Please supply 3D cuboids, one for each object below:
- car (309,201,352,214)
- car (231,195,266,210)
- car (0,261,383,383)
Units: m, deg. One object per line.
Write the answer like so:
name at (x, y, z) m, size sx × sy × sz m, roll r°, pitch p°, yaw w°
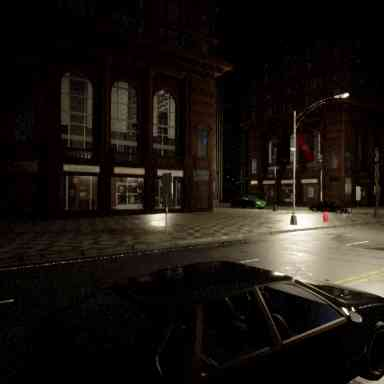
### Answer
car at (15.161, 1.698, 36.628) m, size 1.812 × 1.442 × 4.674 m, roll 1°, pitch -1°, yaw -35°
car at (7.890, 1.452, 46.891) m, size 2.150 × 2.045 × 5.566 m, roll 1°, pitch -1°, yaw -35°
car at (0.380, 1.548, 3.712) m, size 5.357 × 1.411 × 2.033 m, roll 0°, pitch 0°, yaw -36°
